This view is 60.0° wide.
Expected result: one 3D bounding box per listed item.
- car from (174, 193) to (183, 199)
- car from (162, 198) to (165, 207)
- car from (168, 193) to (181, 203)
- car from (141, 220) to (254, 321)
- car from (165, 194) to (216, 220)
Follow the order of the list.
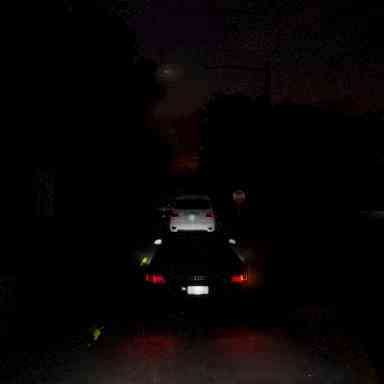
[{"bbox_3d":[-3.242,0.952,78.841,1.895,1.301,4.718,0,1,0],"label":"car"},{"bbox_3d":[-3.237,1.456,47.517,1.895,1.301,4.718,0,0,0],"label":"car"},{"bbox_3d":[-3.249,1.113,62.838,2.097,1.767,4.553,0,0,0],"label":"car"},{"bbox_3d":[0.075,1.555,7.390,1.994,1.385,4.181,0,0,-1],"label":"car"},{"bbox_3d":[0.085,1.191,17.301,2.150,2.045,5.566,0,0,2],"label":"car"}]
